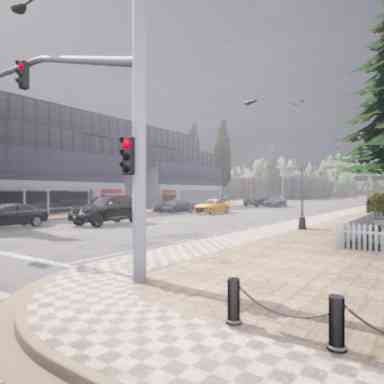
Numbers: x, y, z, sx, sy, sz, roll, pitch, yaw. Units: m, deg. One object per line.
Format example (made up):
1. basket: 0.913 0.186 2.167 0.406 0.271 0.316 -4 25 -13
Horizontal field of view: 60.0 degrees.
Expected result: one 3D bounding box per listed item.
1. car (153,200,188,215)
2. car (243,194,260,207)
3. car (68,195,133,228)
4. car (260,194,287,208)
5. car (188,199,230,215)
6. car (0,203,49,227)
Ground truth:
1. car: -1.709 1.555 34.733 2.033 1.411 5.357 0 0 36
2. car: 9.846 1.268 50.703 2.150 2.045 5.566 0 0 36
3. car: -5.748 1.228 23.078 2.150 2.045 5.566 0 0 36
4. car: 11.961 1.357 47.668 2.097 1.767 4.553 0 0 36
5. car: 2.114 1.484 34.055 1.882 1.535 5.008 0 0 35
6. car: -11.594 1.513 20.965 1.837 1.490 4.892 0 0 37
